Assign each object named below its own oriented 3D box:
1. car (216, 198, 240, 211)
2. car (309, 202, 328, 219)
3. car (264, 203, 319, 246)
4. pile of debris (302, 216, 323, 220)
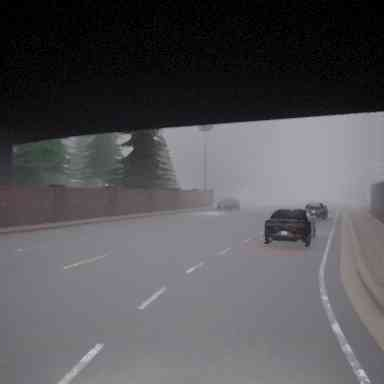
[{"bbox_3d":[4.531,1.502,41.128,2.128,1.511,4.902,0,0,24],"label":"car"},{"bbox_3d":[11.023,1.626,29.759,1.994,1.385,4.181,1,0,24],"label":"car"},{"bbox_3d":[4.683,1.504,15.600,1.882,1.535,5.008,0,0,24],"label":"car"},{"bbox_3d":[10.390,2.238,28.612,1.500,0.140,1.860,0,0,24],"label":"pile of debris"}]
